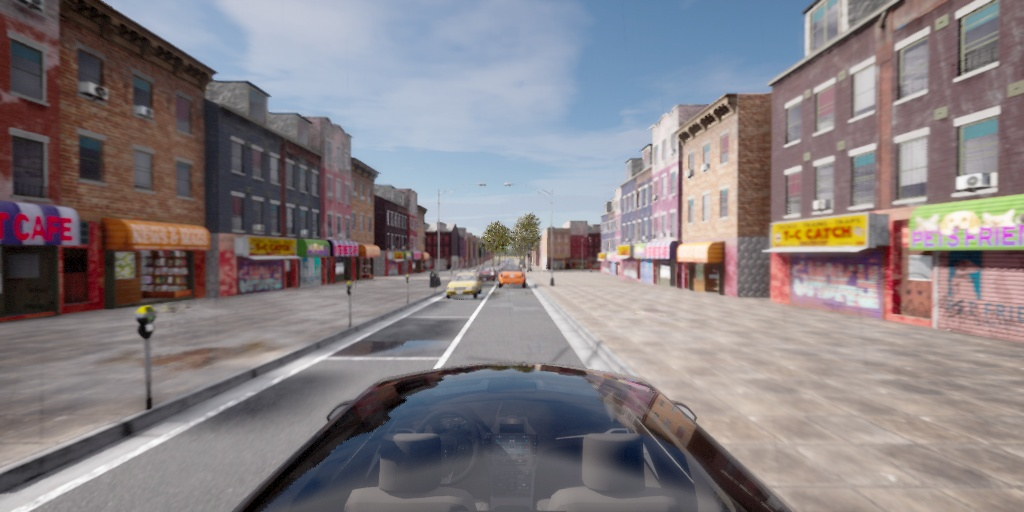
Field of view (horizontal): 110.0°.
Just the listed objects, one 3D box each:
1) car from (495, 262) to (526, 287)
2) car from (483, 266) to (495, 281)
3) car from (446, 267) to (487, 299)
[{"bbox_3d":[0.067,1.540,28.903,2.097,1.767,4.553,0,-1,2],"label":"car"},{"bbox_3d":[-2.642,1.783,37.069,1.967,1.591,4.097,0,0,0],"label":"car"},{"bbox_3d":[-2.641,1.569,20.562,1.751,1.417,4.829,0,0,0],"label":"car"}]
